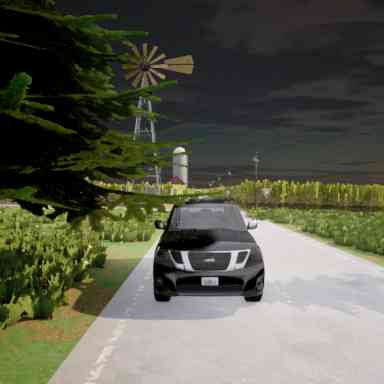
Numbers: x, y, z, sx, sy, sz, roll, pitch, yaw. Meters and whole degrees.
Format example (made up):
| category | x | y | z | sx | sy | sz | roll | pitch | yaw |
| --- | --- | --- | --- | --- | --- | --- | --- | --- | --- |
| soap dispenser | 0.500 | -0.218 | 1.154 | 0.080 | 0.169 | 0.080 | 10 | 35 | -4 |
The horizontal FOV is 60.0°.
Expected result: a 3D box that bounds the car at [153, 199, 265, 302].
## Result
| category | x | y | z | sx | sy | sz | roll | pitch | yaw |
| --- | --- | --- | --- | --- | --- | --- | --- | --- | --- |
| car | 0.333 | 1.221 | 8.623 | 2.150 | 2.045 | 5.566 | 0 | 0 | 0 |
